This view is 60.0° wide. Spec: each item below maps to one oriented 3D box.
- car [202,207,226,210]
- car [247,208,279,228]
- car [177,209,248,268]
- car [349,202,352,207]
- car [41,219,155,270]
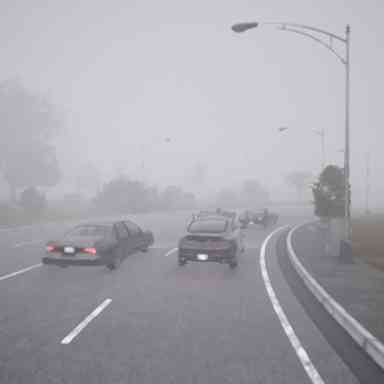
[{"bbox_3d":[1.831,1.817,25.964,1.895,1.301,4.718,0,0,27],"label":"car"},{"bbox_3d":[5.030,1.843,24.541,1.895,1.301,4.718,0,0,27],"label":"car"},{"bbox_3d":[0.824,1.617,11.906,1.837,1.490,4.892,0,0,13],"label":"car"},{"bbox_3d":[26.986,2.028,59.777,4.892,1.490,1.837,0,1,-42],"label":"car"},{"bbox_3d":[-2.873,1.635,11.499,2.033,1.411,5.357,0,0,11],"label":"car"}]
